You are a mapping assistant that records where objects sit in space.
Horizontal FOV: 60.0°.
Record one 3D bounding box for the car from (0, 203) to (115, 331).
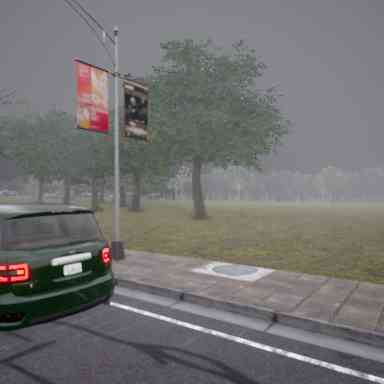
[{"bbox_3d":[-3.918,1.231,6.435,5.566,2.045,2.150,0,0,36],"label":"car"}]
